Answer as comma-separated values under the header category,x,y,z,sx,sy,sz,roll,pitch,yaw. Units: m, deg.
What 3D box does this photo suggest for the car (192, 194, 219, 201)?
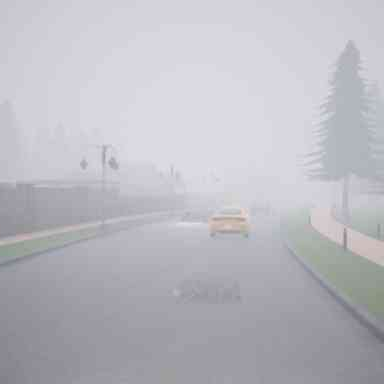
category,x,y,z,sx,sy,sz,roll,pitch,yaw
car,1.894,1.283,54.936,3.866,1.878,1.905,0,0,23

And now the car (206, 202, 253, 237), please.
category,x,y,z,sx,sy,sz,roll,pitch,yaw
car,2.223,1.521,18.359,1.882,1.535,5.008,0,0,11

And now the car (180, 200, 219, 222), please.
category,x,y,z,sx,sy,sz,roll,pitch,yaw
car,0.526,1.614,26.761,1.994,1.385,4.181,0,0,17

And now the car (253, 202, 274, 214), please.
category,x,y,z,sx,sy,sz,roll,pitch,yaw
car,7.854,1.702,36.558,1.895,1.301,4.718,0,0,22
